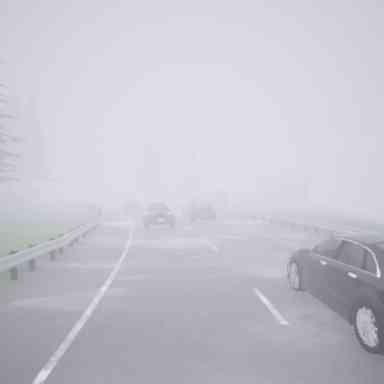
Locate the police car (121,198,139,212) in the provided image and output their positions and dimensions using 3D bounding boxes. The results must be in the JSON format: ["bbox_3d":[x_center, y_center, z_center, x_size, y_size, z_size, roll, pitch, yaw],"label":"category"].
[{"bbox_3d":[-7.391,1.507,40.367,1.930,1.638,5.238,0,0,-20],"label":"police car"}]

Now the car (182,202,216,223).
[{"bbox_3d":[0.489,1.529,25.921,2.128,1.511,4.902,0,0,-12],"label":"car"}]

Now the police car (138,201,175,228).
[{"bbox_3d":[-2.379,1.545,22.631,2.038,1.542,4.974,0,0,-11],"label":"police car"}]

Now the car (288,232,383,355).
[{"bbox_3d":[3.281,1.504,6.084,1.837,1.490,4.892,0,0,-3],"label":"car"}]
